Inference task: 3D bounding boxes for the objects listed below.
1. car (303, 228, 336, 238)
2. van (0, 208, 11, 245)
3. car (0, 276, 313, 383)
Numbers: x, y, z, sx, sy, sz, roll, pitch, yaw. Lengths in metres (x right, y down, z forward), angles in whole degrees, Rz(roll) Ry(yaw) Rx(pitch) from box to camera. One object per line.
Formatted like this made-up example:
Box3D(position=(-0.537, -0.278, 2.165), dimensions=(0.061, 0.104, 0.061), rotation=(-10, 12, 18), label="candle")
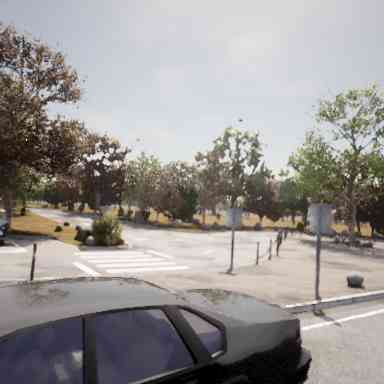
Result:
Box3D(position=(17.152, 5.285, 44.800), dimensions=(4.181, 1.385, 1.994), rotation=(4, -2, 7), label="car")
Box3D(position=(-11.380, 1.806, 18.481), dimensions=(1.878, 1.987, 4.442), rotation=(8, -5, -35), label="van")
Box3D(position=(-1.238, 1.541, 2.798), dimensions=(5.357, 1.411, 2.033), rotation=(3, -2, -35), label="car")
